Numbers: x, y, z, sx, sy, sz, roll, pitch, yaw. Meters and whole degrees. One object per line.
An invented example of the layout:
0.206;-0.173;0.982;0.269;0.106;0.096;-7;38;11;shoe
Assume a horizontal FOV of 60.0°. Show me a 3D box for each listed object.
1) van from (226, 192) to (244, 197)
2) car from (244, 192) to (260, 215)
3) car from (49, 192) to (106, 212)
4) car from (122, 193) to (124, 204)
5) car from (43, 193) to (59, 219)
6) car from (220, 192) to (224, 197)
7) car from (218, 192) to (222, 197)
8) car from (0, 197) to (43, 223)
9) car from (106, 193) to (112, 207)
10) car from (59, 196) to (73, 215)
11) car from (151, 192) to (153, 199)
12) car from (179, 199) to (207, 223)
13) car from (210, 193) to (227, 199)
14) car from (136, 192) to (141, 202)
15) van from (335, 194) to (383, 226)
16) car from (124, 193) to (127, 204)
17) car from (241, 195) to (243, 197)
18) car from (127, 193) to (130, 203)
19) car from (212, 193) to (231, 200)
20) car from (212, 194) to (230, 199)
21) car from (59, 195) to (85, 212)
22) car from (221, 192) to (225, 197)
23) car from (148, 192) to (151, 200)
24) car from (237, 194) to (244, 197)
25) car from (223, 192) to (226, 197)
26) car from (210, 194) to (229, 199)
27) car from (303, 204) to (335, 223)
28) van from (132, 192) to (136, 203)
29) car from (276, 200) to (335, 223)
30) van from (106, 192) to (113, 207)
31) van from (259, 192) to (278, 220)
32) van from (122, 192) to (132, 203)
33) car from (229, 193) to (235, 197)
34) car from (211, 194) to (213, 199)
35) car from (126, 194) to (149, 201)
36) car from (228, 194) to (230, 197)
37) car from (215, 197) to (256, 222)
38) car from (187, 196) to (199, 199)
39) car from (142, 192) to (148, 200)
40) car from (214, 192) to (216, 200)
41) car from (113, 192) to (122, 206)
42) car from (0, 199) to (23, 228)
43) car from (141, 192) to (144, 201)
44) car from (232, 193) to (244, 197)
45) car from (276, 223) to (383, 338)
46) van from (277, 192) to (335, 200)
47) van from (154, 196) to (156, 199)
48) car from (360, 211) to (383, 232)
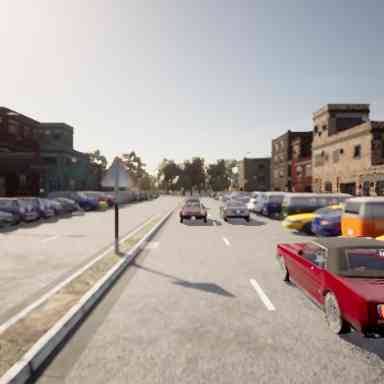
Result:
7.509;0.994;47.448;4.442;1.987;1.878;0;0;0;van
7.661;1.040;28.272;5.566;2.045;2.435;0;0;0;car
-12.541;0.987;35.265;5.566;2.045;2.435;0;0;0;car
-12.557;1.208;46.381;4.892;1.521;2.231;0;0;0;car
-12.544;1.164;24.149;4.553;1.767;2.185;0;0;0;car
7.619;1.205;55.843;4.892;1.521;2.231;0;0;0;car
7.618;1.203;58.600;4.892;1.521;2.231;0;0;0;car
-12.545;1.178;21.369;4.553;1.767;2.185;0;0;0;car
-12.383;1.226;38.044;5.366;1.575;1.946;0;0;0;car
-12.571;1.315;26.929;4.674;1.452;2.002;0;0;0;car
-12.541;1.215;79.605;5.008;1.535;2.097;0;0;0;car
0.093;1.435;24.151;1.895;1.301;4.718;0;0;0;car
7.583;1.073;94.453;4.553;1.767;2.185;0;0;0;car
-12.585;0.942;60.276;5.566;2.045;2.435;0;0;0;car
7.754;1.169;11.728;4.442;1.987;1.878;0;0;0;van
-12.532;1.231;49.160;4.792;1.488;2.163;0;0;0;car
7.633;1.305;33.787;4.674;1.452;2.002;0;0;0;car
-12.558;1.238;51.814;4.674;1.452;2.002;0;0;0;car
7.585;1.089;86.177;4.553;1.767;2.185;0;0;0;car
7.613;1.251;88.935;4.674;1.452;2.002;0;0;0;car
-12.566;1.263;29.708;4.892;1.521;2.231;0;0;0;car
7.619;1.209;53.086;4.892;1.521;2.231;0;0;0;car
-12.578;0.955;74.173;5.566;2.045;2.435;0;0;0;car
7.659;1.283;36.543;4.792;1.488;2.163;0;0;0;car
7.620;1.214;50.330;4.892;1.521;2.231;0;0;0;car
7.620;1.207;91.690;5.008;1.535;2.097;0;0;0;car
7.633;1.416;14.487;4.674;1.452;2.002;0;0;0;car
-12.441;0.967;57.496;4.442;1.987;1.878;0;0;0;van
7.450;1.354;17.244;5.366;1.575;1.946;0;0;0;car
-12.450;0.995;40.823;4.442;1.987;1.878;0;0;0;van
7.749;1.081;25.514;4.442;1.987;1.878;0;0;0;van
-12.676;0.970;54.718;4.442;1.987;1.878;0;0;0;van
7.814;1.231;42.057;5.366;1.575;1.946;0;0;0;car
7.647;0.958;77.901;5.566;2.045;2.435;0;0;0;car
-12.554;1.212;76.950;4.892;1.521;2.231;0;0;0;car
7.625;1.266;44.816;4.674;1.452;2.002;0;0;0;car
3.093;1.378;24.819;2.033;1.411;5.357;0;0;0;car
0.090;1.262;41.367;1.837;1.490;4.892;0;1;0;car
-12.524;0.947;68.488;5.566;2.045;2.435;0;0;0;car
7.627;1.201;69.629;5.008;1.535;2.097;0;0;0;car
-12.537;0.961;43.600;5.566;2.045;2.435;0;0;0;car
-12.584;1.322;18.592;4.892;1.521;2.231;0;0;0;car
-12.551;1.235;65.769;4.674;1.452;2.002;0;0;0;car
7.623;1.244;39.302;4.892;1.521;2.231;0;0;0;car
3.091;1.553;6.556;1.895;1.301;4.718;0;0;0;car
7.751;1.113;20.001;4.442;1.987;1.878;0;0;0;van
-12.426;0.999;87.945;4.442;1.987;1.878;0;0;0;van
7.643;1.415;8.972;5.008;1.535;2.097;0;0;0;car
